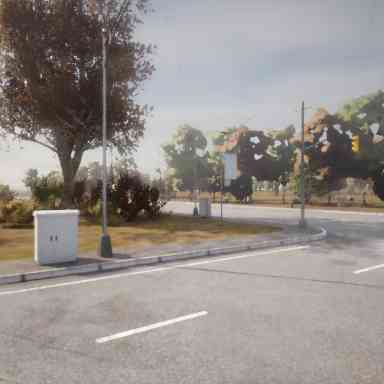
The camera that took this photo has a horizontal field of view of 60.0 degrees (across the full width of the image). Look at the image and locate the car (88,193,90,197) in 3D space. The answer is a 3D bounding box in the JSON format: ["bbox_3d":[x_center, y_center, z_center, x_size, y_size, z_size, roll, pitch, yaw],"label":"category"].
[{"bbox_3d":[-27.244,1.001,83.751,4.553,1.767,2.097,1,0,43],"label":"car"}]
